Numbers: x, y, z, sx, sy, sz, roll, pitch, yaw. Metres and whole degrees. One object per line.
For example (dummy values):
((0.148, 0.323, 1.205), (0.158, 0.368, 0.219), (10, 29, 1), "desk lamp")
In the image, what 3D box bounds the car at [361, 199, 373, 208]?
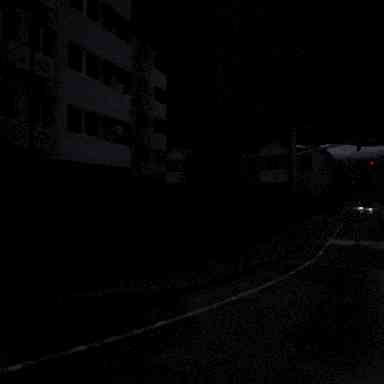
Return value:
((31.255, 2.086, 59.580), (1.837, 1.490, 4.892), (0, 0, 28), "car")

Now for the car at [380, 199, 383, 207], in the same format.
((39.218, 2.214, 67.294), (2.128, 1.511, 4.902), (0, 0, 27), "car")
